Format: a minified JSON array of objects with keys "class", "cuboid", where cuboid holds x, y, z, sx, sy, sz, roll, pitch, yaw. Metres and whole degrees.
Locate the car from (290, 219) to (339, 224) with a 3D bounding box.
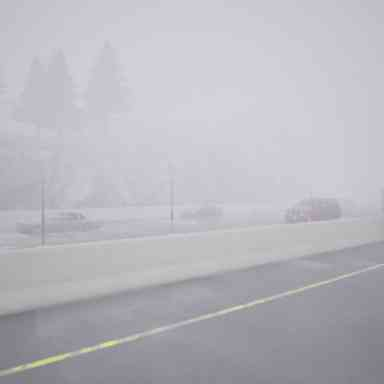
[{"class":"car","cuboid":[9.241,1.453,25.083,5.566,2.045,2.150,1,-1,-42]}]
